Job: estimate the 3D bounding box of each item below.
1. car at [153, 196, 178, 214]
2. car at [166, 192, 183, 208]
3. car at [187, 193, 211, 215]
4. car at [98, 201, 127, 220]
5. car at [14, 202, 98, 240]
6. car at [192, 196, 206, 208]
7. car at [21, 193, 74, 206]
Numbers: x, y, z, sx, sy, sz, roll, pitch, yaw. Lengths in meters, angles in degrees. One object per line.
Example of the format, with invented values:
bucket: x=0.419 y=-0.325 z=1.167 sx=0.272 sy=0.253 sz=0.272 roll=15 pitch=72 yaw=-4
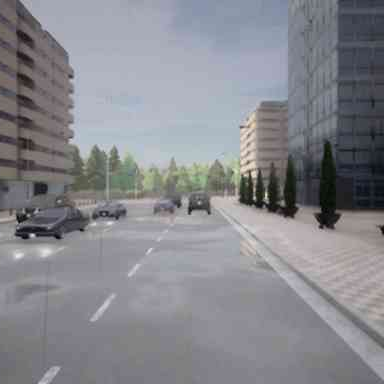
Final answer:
car: x=-2.754 y=1.406 z=33.605 sx=1.812 sy=1.442 sz=4.674 roll=0 pitch=0 yaw=1
car: x=-2.558 y=1.063 z=45.631 sx=2.150 sy=2.045 sz=5.566 roll=0 pitch=1 yaw=2
car: x=0.734 y=1.107 z=32.952 sx=2.150 sy=2.045 sz=5.566 roll=0 pitch=0 yaw=1
car: x=-6.582 y=1.467 z=27.042 sx=1.994 sy=1.385 sz=4.181 roll=0 pitch=0 yaw=1
car: x=-6.823 y=1.485 z=17.024 sx=2.033 sy=1.411 sz=5.357 roll=0 pitch=0 yaw=2
car: x=0.982 y=1.341 z=46.738 sx=1.837 sy=1.490 sz=4.892 roll=0 pitch=0 yaw=2
car: x=-10.166 y=1.135 z=23.685 sx=2.150 sy=2.045 sz=5.566 roll=0 pitch=0 yaw=2
